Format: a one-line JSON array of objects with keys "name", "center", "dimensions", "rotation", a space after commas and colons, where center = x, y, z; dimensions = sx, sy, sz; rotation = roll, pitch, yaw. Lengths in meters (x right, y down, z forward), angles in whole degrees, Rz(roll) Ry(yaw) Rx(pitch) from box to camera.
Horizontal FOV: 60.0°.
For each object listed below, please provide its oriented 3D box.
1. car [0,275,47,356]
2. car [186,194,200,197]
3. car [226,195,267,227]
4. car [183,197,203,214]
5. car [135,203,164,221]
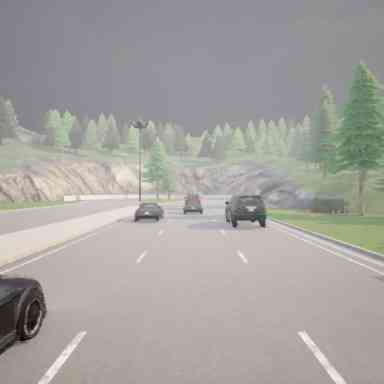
[{"name": "car", "center": [-3.402, 1.563, 3.838], "dimensions": [1.994, 1.385, 4.181], "rotation": [0, 0, 0]}, {"name": "car", "center": [0.102, 1.221, 44.614], "dimensions": [2.150, 2.045, 5.566], "rotation": [0, 0, 0]}, {"name": "car", "center": [3.605, 1.218, 22.921], "dimensions": [2.150, 2.045, 5.566], "rotation": [0, -1, 0]}, {"name": "car", "center": [0.106, 1.564, 35.197], "dimensions": [1.994, 1.385, 4.181], "rotation": [0, 0, 0]}, {"name": "car", "center": [-3.394, 1.564, 27.019], "dimensions": [1.994, 1.385, 4.181], "rotation": [0, 0, 0]}]
